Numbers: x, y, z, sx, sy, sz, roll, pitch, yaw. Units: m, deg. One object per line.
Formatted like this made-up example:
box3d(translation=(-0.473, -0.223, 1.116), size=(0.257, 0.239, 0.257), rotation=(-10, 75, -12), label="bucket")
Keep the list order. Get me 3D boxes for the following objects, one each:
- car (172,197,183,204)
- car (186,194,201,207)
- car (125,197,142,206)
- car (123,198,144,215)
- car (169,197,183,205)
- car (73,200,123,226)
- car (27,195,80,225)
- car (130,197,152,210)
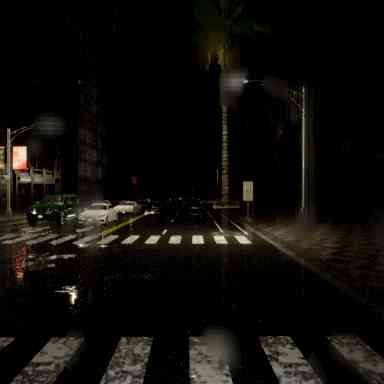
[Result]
box3d(translation=(-2.878, 1.633, 67.651), size=(1.994, 1.385, 4.181), rotation=(0, 0, 0), label="car")
box3d(translation=(0.223, 1.259, 53.399), size=(2.150, 2.045, 5.566), rotation=(0, 0, 0), label="car")
box3d(translation=(-9.554, 1.565, 54.557), size=(1.812, 1.442, 4.674), rotation=(0, 0, 1), label="car")
box3d(translation=(-6.461, 1.611, 33.616), size=(1.895, 1.301, 4.718), rotation=(0, 0, 0), label="car")
box3d(translation=(-2.920, 1.610, 57.693), size=(1.994, 1.385, 4.181), rotation=(0, 0, 1), label="car")
box3d(translation=(-6.501, 1.531, 23.589), size=(1.812, 1.442, 4.674), rotation=(0, 0, 0), label="car")
box3d(translation=(-9.750, 1.228, 24.144), size=(2.150, 2.045, 5.566), rotation=(0, 0, 0), label="car")
box3d(translation=(-6.411, 1.569, 43.934), size=(2.033, 1.411, 5.357), rotation=(0, 0, 0), label="car")
